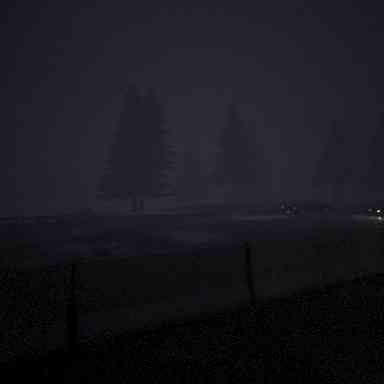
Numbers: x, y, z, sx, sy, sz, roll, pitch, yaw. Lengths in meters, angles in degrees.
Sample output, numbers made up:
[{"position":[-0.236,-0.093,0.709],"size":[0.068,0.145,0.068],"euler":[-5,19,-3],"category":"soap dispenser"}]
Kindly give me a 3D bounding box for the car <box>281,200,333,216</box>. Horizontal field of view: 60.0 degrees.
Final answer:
[{"position":[10.380,1.413,30.021],"size":[4.718,1.301,1.895],"euler":[0,0,-26],"category":"car"}]

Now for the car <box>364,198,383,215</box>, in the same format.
[{"position":[17.438,1.291,29.404],"size":[4.892,1.490,1.837],"euler":[0,0,-23],"category":"car"}]
